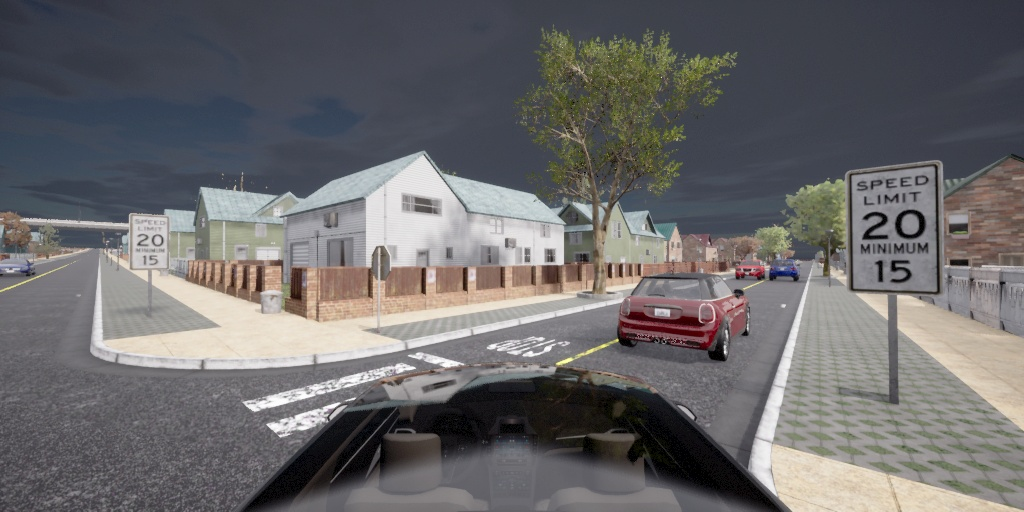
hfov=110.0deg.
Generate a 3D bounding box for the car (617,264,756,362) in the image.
[{"bbox_3d":[4.383,1.175,8.812,2.097,1.767,4.553,-1,-1,40],"label":"car"}]

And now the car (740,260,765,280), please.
[{"bbox_3d":[24.973,1.395,37.493,2.150,2.045,5.566,-1,-1,40],"label":"car"}]

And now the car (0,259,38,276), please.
[{"bbox_3d":[-42.114,0.967,30.394,4.674,1.442,1.812,1,0,41],"label":"car"}]

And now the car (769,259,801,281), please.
[{"bbox_3d":[26.815,1.362,35.298,2.150,2.045,5.566,-1,-1,40],"label":"car"}]
